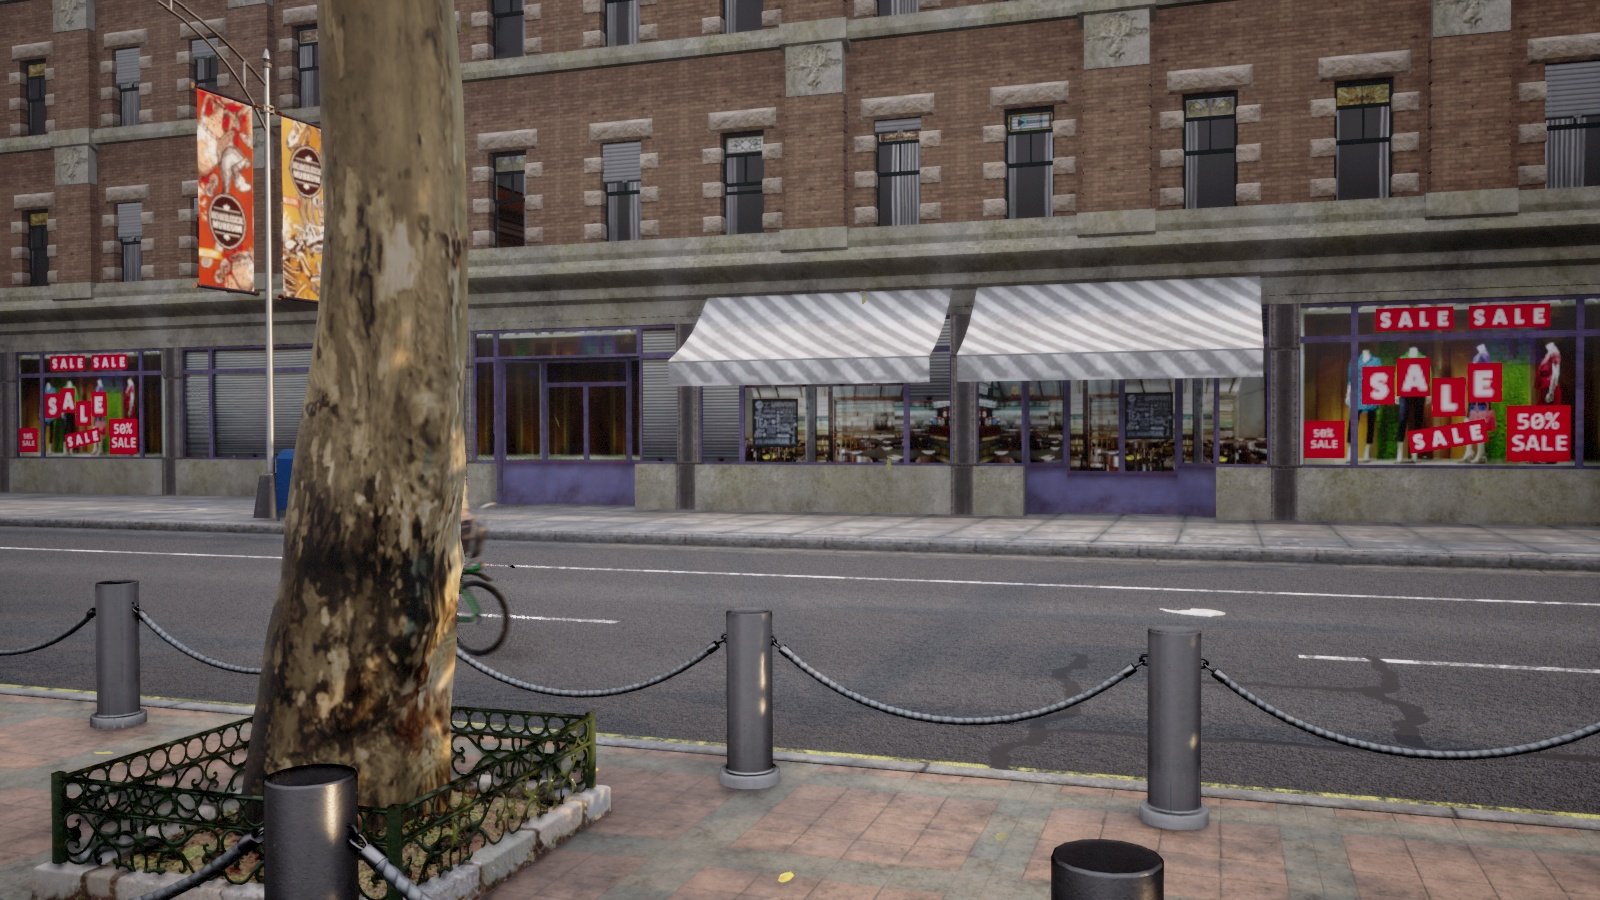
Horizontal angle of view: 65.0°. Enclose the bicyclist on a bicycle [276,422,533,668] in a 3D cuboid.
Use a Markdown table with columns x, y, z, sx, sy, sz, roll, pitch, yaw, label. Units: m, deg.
| x | y | z | sx | sy | sz | roll | pitch | yaw | label |
| --- | --- | --- | --- | --- | --- | --- | --- | --- | --- |
| -2.776 | 0.610 | 8.878 | 1.509 | 1.612 | 0.866 | 1 | 1 | 19 | bicyclist on a bicycle |
